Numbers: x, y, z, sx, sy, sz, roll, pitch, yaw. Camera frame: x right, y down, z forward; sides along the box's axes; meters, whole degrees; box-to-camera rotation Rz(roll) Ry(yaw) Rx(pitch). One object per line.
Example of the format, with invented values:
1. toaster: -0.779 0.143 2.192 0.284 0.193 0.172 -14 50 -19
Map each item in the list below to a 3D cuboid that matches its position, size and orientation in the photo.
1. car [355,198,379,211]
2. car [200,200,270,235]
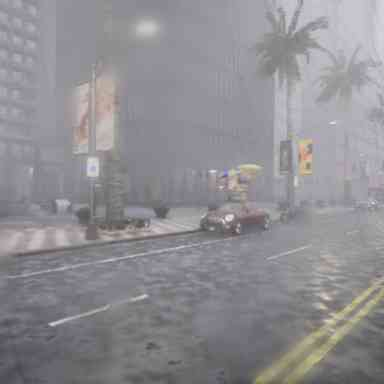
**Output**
1. car: 21.501 1.503 40.708 2.231 1.521 4.892 1 0 40
2. car: 2.461 1.262 18.340 2.185 1.767 4.553 1 0 40
